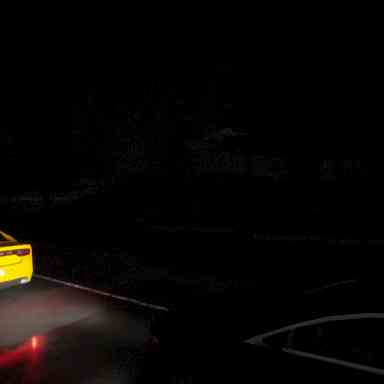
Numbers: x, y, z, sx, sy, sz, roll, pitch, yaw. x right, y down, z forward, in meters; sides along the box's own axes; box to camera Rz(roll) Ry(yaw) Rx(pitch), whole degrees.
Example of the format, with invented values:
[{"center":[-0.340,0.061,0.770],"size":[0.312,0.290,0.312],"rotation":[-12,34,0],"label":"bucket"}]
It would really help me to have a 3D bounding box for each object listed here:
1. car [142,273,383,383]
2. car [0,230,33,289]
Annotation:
[{"center":[1.732,1.492,2.772],"size":[4.902,1.511,2.128],"rotation":[0,0,35],"label":"car"},{"center":[-5.867,1.468,8.023],"size":[5.008,1.535,1.882],"rotation":[0,0,35],"label":"car"}]
